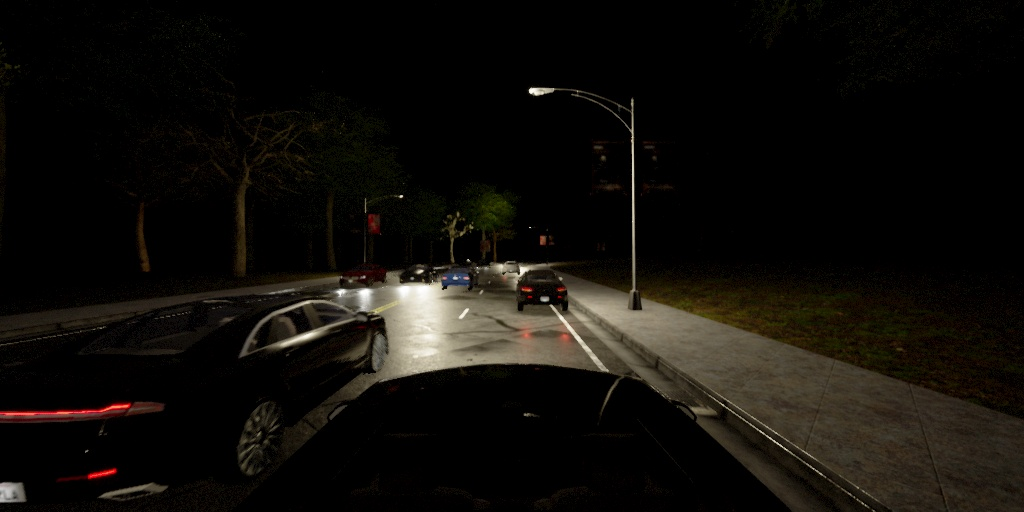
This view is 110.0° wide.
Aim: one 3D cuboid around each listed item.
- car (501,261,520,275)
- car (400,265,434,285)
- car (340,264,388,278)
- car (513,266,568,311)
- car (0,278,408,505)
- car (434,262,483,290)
[{"bbox_3d":[-0.080,1.301,39.306,1.812,1.442,4.674,0,0,1],"label":"car"},{"bbox_3d":[-6.683,1.324,26.029,1.994,1.385,4.181,0,0,0],"label":"car"},{"bbox_3d":[-9.929,1.285,24.362,1.812,1.442,4.674,0,0,0],"label":"car"},{"bbox_3d":[1.094,1.279,14.329,1.812,1.442,4.674,0,0,0],"label":"car"},{"bbox_3d":[-3.159,1.241,4.631,2.128,1.511,4.902,0,0,0],"label":"car"},{"bbox_3d":[-3.224,1.305,22.807,2.033,1.411,5.357,0,0,0],"label":"car"}]
